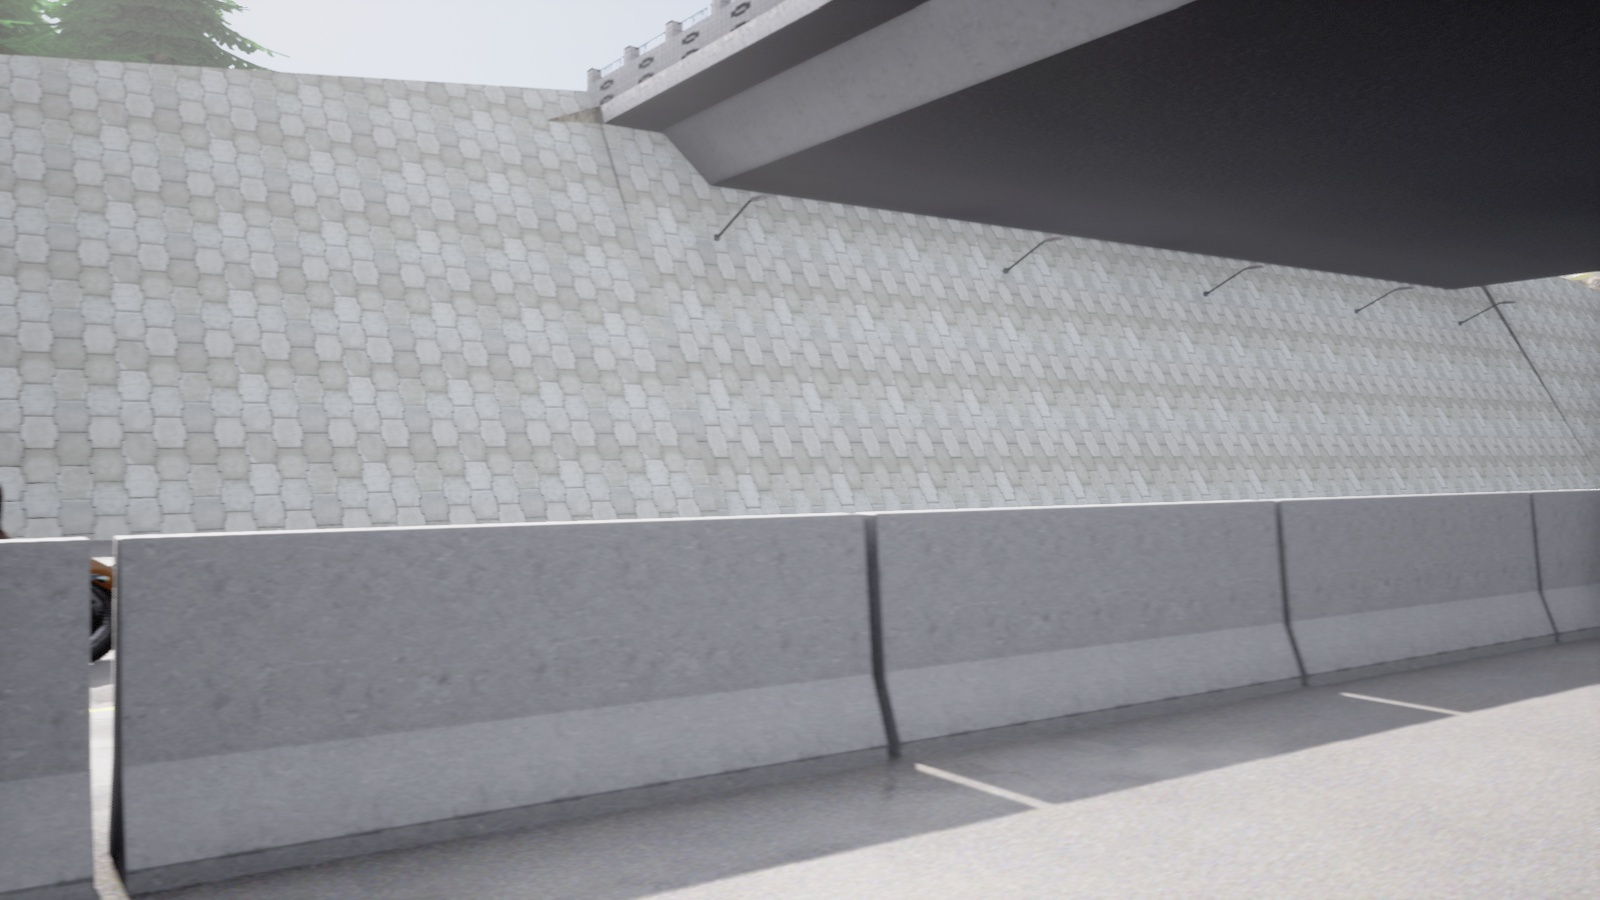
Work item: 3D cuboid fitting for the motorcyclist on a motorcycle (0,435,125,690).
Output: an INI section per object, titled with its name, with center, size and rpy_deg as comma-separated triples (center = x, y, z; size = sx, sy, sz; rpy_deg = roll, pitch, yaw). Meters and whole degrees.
[motorcyclist on a motorcycle]
center = -5.770, 0.727, 8.172
size = 2.350, 1.649, 0.766
rpy_deg = 0, 0, -35
